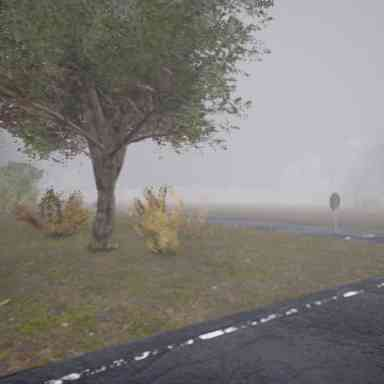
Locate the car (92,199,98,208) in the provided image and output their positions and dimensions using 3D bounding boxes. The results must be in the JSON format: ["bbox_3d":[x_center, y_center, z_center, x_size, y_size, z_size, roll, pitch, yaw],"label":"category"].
[{"bbox_3d":[-13.795,1.771,51.108,2.033,1.411,5.357,1,-1,-35],"label":"car"}]
